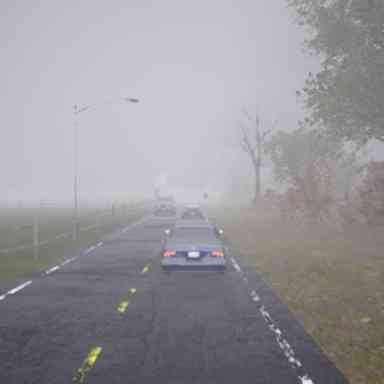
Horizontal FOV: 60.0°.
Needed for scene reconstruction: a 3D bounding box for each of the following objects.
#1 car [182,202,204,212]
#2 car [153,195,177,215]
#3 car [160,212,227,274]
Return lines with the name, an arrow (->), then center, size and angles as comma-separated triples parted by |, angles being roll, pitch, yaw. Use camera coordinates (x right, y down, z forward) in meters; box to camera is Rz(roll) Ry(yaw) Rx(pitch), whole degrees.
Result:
car -> 0.070, 1.673, 30.100 | 1.812, 1.442, 4.674 | 0, 0, 0
car -> -2.853, 1.389, 35.960 | 2.150, 2.045, 5.566 | 0, 0, 0
car -> 0.060, 1.607, 10.758 | 2.033, 1.411, 5.357 | 0, 0, 0
